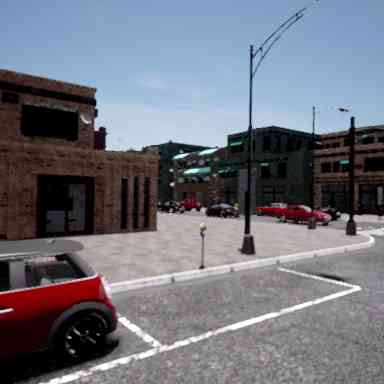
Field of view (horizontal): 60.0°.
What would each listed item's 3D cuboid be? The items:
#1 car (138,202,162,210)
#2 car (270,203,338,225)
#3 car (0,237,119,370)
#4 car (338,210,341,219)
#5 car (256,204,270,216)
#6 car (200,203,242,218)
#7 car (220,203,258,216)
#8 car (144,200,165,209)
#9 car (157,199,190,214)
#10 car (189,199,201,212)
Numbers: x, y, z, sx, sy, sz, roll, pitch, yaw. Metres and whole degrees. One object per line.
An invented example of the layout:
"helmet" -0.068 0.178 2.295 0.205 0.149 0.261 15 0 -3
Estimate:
"car" -7.081 2.280 55.337 1.895 1.301 4.718 2 -1 -35
"car" 8.863 1.817 26.731 1.812 1.442 4.674 2 -1 -34
"car" -3.155 1.439 4.292 4.097 1.590 1.967 1 1 -35
"car" 12.192 2.015 32.127 1.947 1.339 4.313 1 -1 -35
"car" 9.028 1.943 36.685 1.967 1.590 4.097 1 -1 -35
"car" 3.209 1.952 34.923 1.994 1.385 4.181 2 -1 -35
"car" 5.765 2.083 41.380 1.752 1.417 4.829 1 -1 -35
"car" -6.798 2.210 59.468 1.967 1.590 4.097 1 -1 -35
"car" -2.672 1.993 43.398 1.837 1.490 4.892 2 -1 -35
"car" -0.467 1.978 50.357 2.192 1.841 5.009 1 -1 -35
